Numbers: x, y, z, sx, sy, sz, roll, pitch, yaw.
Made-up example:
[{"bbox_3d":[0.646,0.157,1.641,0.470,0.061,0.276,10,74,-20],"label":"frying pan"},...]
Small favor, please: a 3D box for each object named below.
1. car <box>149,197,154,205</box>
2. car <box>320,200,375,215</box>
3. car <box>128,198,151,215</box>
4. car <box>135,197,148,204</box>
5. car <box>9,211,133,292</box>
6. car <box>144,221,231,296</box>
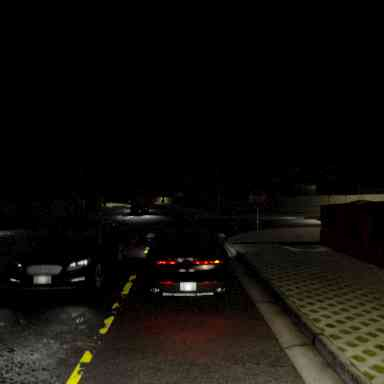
[{"bbox_3d":[-8.777,1.686,65.643,2.097,1.767,4.553,0,-1,-16],"label":"car"},{"bbox_3d":[11.839,1.266,23.041,5.357,1.411,2.033,-1,1,3],"label":"car"},{"bbox_3d":[-5.507,1.643,35.137,1.812,1.442,4.674,0,0,-8],"label":"car"},{"bbox_3d":[-11.577,1.822,75.368,2.128,1.511,4.902,0,-1,-18],"label":"car"},{"bbox_3d":[-3.100,1.499,9.100,2.128,1.511,4.902,0,0,-3],"label":"car"},{"bbox_3d":[-0.150,1.512,8.639,1.837,1.490,4.892,0,0,-2],"label":"car"}]
